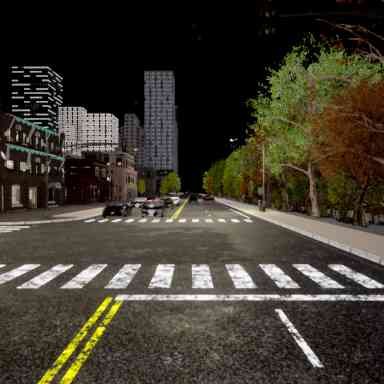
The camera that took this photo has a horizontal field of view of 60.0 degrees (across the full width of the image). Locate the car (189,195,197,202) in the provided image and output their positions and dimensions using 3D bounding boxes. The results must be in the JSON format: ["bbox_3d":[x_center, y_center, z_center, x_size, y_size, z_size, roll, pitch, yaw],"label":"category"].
[{"bbox_3d":[0.150,1.494,75.609,1.812,1.442,4.674,0,0,0],"label":"car"}]

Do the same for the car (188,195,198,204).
[{"bbox_3d":[0.220,1.480,65.272,1.837,1.490,4.892,0,0,0],"label":"car"}]

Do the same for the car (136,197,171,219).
[{"bbox_3d":[-3.292,1.483,29.369,2.128,1.511,4.902,0,0,0],"label":"car"}]

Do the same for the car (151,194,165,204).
[{"bbox_3d":[-6.437,1.329,62.632,2.097,1.767,4.553,0,0,1],"label":"car"}]

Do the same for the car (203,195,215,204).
[{"bbox_3d":[3.468,1.467,64.005,2.128,1.511,4.902,0,0,0],"label":"car"}]

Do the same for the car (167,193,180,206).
[{"bbox_3d":[-3.218,1.203,54.934,2.150,2.045,5.566,0,0,1],"label":"car"}]

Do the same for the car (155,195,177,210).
[{"bbox_3d":[-3.263,1.493,42.326,1.837,1.490,4.892,0,-1,0],"label":"car"}]

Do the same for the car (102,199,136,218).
[{"bbox_3d":[-6.543,1.555,29.397,1.994,1.385,4.181,0,0,0],"label":"car"}]

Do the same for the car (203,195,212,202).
[{"bbox_3d":[3.385,1.448,74.274,1.882,1.535,5.008,0,0,0],"label":"car"}]

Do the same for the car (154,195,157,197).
[{"bbox_3d":[-6.478,1.507,52.508,1.812,1.442,4.674,0,0,0],"label":"car"}]
